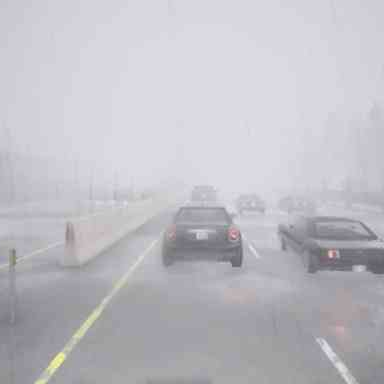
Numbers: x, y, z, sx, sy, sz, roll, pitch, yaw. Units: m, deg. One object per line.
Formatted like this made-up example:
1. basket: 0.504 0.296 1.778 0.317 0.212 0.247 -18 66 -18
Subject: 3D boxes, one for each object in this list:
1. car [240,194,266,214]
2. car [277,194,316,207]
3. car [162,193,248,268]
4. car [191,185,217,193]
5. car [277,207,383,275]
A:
1. car: 4.378 0.856 25.504 2.033 1.411 5.357 0 2 2
2. car: 7.876 0.869 25.378 2.033 1.411 5.357 0 2 2
3. car: 0.337 1.063 10.386 2.097 1.767 4.553 0 1 2
4. car: 1.049 0.407 29.591 2.150 2.045 5.566 0 1 2
5. car: 3.804 1.345 9.565 1.895 1.301 4.718 0 2 2
